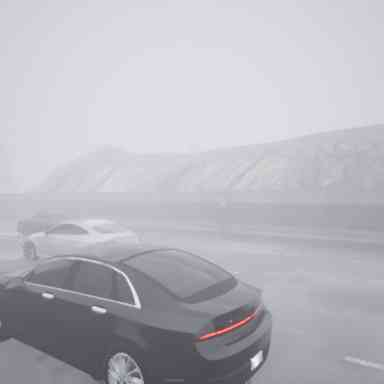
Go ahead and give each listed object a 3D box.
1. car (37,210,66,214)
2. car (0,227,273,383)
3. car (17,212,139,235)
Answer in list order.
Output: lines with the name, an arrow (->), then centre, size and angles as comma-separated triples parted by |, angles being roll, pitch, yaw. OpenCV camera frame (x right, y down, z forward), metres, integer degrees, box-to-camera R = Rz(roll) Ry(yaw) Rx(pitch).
car -> -7.665, 1.695, 18.066 | 4.181, 1.385, 1.994 | 0, 0, 36
car -> -1.289, 1.536, 4.920 | 4.892, 1.490, 1.837 | 0, 0, 35
car -> -3.610, 1.598, 10.872 | 4.674, 1.442, 1.812 | -1, 0, 36
